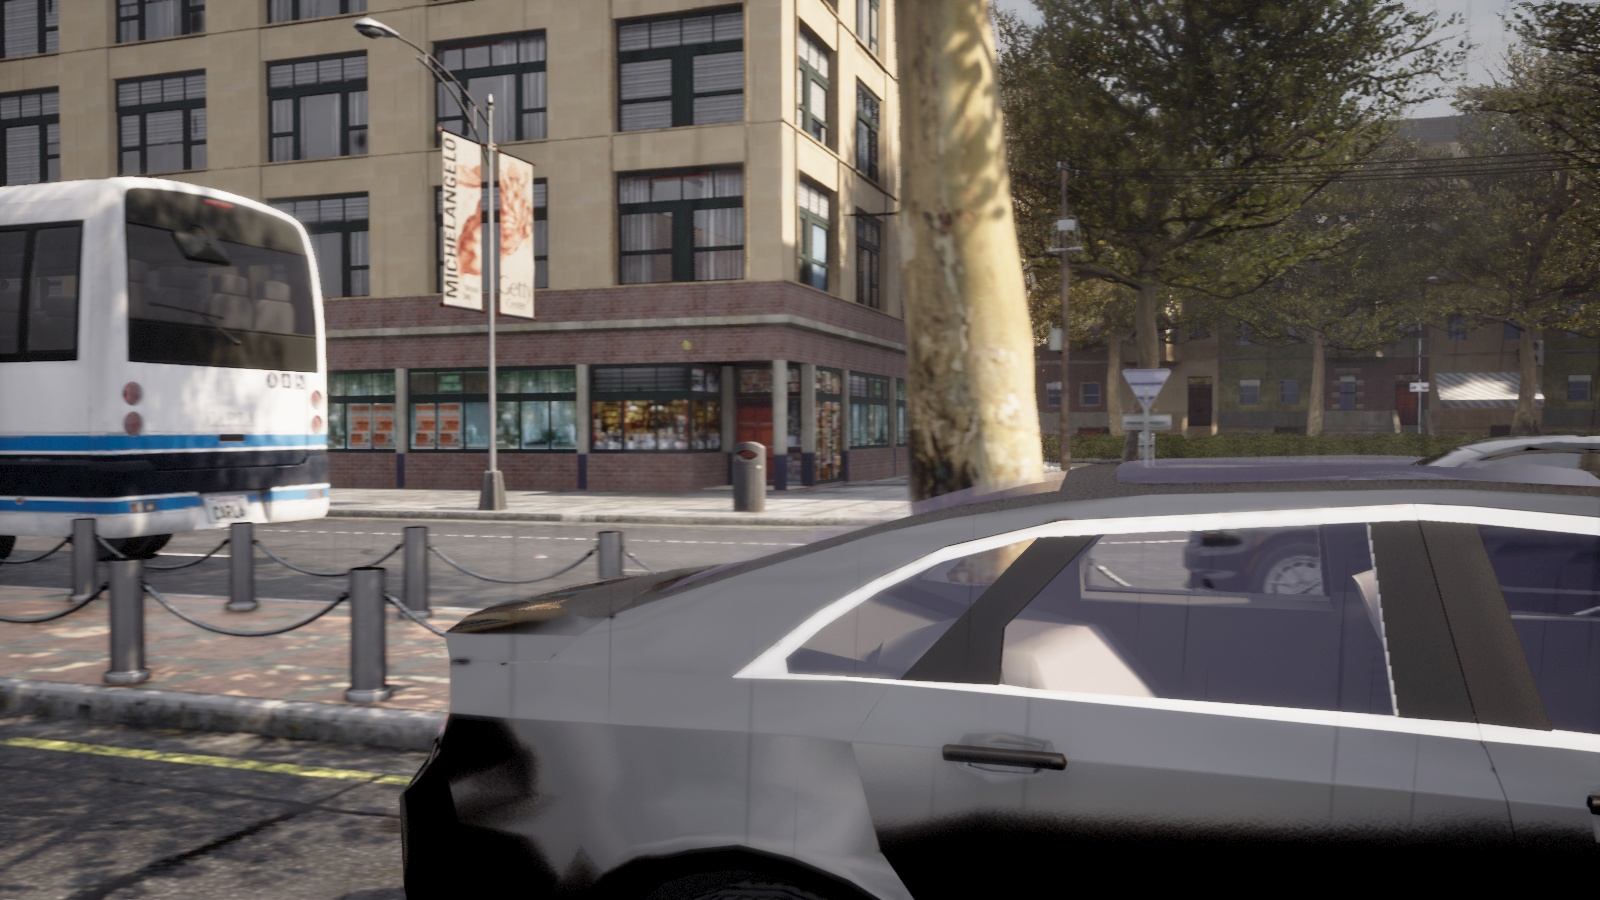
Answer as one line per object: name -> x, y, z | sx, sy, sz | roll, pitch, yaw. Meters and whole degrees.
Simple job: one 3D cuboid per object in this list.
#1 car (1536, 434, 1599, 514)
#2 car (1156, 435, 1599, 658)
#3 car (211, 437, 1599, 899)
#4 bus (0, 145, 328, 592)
car -> 16.539, 0.446, 24.904 | 2.128, 1.511, 4.902 | 0, 1, 15
car -> 5.435, 0.668, 9.804 | 5.008, 1.535, 1.882 | 1, 1, 19
car -> 1.513, 0.745, 2.683 | 4.902, 1.511, 2.128 | 1, 1, 19
bus -> -11.393, -0.840, 15.446 | 10.273, 4.253, 3.944 | 1, 1, 19
